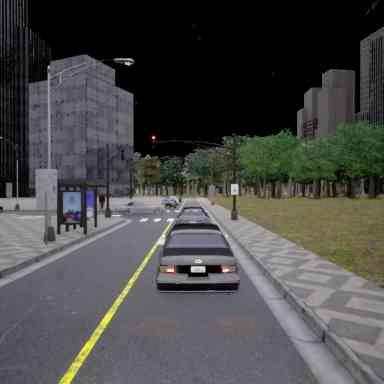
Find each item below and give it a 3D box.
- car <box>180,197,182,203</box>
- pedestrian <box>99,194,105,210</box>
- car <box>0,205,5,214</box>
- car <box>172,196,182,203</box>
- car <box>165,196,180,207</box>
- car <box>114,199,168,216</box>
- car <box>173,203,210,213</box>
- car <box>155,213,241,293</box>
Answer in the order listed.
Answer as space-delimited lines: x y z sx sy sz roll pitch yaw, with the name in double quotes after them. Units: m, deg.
-3.124 1.464 55.657 1.812 1.442 4.674 0 0 0 "car"
-10.108 1.051 37.307 0.375 1.860 0.375 0 0 1 "pedestrian"
-20.351 1.413 31.326 5.008 1.535 1.882 0 0 1 "car"
-3.082 1.517 67.940 1.895 1.301 4.718 0 0 0 "car"
-3.129 1.519 45.811 1.994 1.385 4.181 0 0 -1 "car"
-5.085 1.578 32.534 4.718 1.301 1.895 0 0 -21 "car"
0.071 1.554 19.239 1.994 1.385 4.181 0 0 0 "car"
0.094 1.545 8.961 2.033 1.411 5.357 0 0 -1 "car"
